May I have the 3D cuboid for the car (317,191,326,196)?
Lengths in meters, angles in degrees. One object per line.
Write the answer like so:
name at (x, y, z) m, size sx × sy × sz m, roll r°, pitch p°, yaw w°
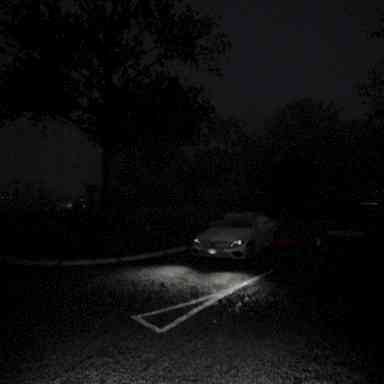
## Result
car at (27.934, 0.263, 75.041) m, size 2.128 × 1.511 × 4.902 m, roll 0°, pitch 2°, yaw -18°

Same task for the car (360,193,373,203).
car at (28.181, 0.875, 53.918) m, size 2.128 × 1.511 × 4.902 m, roll 0°, pitch 2°, yaw 23°

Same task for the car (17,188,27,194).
car at (-40.736, -0.222, 79.245) m, size 2.033 × 1.411 × 5.357 m, roll 0°, pitch 2°, yaw -18°

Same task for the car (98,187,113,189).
car at (-15.672, 0.471, 63.810) m, size 4.553 × 1.767 × 2.185 m, roll 0°, pitch 2°, yaw -19°

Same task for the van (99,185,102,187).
van at (-19.120, 0.016, 74.355) m, size 4.442 × 1.987 × 1.878 m, roll 0°, pitch 2°, yaw -19°

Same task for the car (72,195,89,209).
car at (-13.618, 1.347, 41.000) m, size 1.895 × 1.301 × 4.718 m, roll 0°, pitch 1°, yaw -26°

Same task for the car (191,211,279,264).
car at (1.721, 1.419, 11.710) m, size 1.812 × 1.442 × 4.674 m, roll -1°, pitch 1°, yaw 29°

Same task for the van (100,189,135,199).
van at (-10.519, 0.911, 47.982) m, size 4.442 × 1.987 × 1.878 m, roll 0°, pitch 2°, yaw -19°

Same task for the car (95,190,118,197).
car at (-18.356, 0.370, 71.695) m, size 4.674 × 1.452 × 2.002 m, roll 0°, pitch 2°, yaw -19°

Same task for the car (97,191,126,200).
car at (-14.817, 0.686, 61.175) m, size 5.008 × 1.535 × 2.097 m, roll 0°, pitch 2°, yaw -19°

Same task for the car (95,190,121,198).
car at (-17.474, 0.418, 69.062) m, size 5.008 × 1.535 × 2.097 m, roll 0°, pitch 2°, yaw -19°

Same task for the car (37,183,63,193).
car at (-36.673, -0.618, 85.101) m, size 5.566 × 2.045 × 2.435 m, roll 0°, pitch 2°, yaw -19°

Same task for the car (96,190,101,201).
car at (-12.352, 0.952, 53.226) m, size 5.366 × 1.575 × 1.946 m, roll 0°, pitch 2°, yaw -19°

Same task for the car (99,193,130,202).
car at (-13.031, 0.896, 55.924) m, size 4.792 × 1.488 × 2.163 m, roll 0°, pitch 2°, yaw -19°

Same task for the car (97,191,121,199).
car at (-16.590, 0.548, 66.434) m, size 4.674 × 1.452 × 2.002 m, roll 0°, pitch 2°, yaw -19°

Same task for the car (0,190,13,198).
car at (-35.186, 0.332, 62.634) m, size 1.994 × 1.385 × 4.181 m, roll 0°, pitch 2°, yaw -18°
